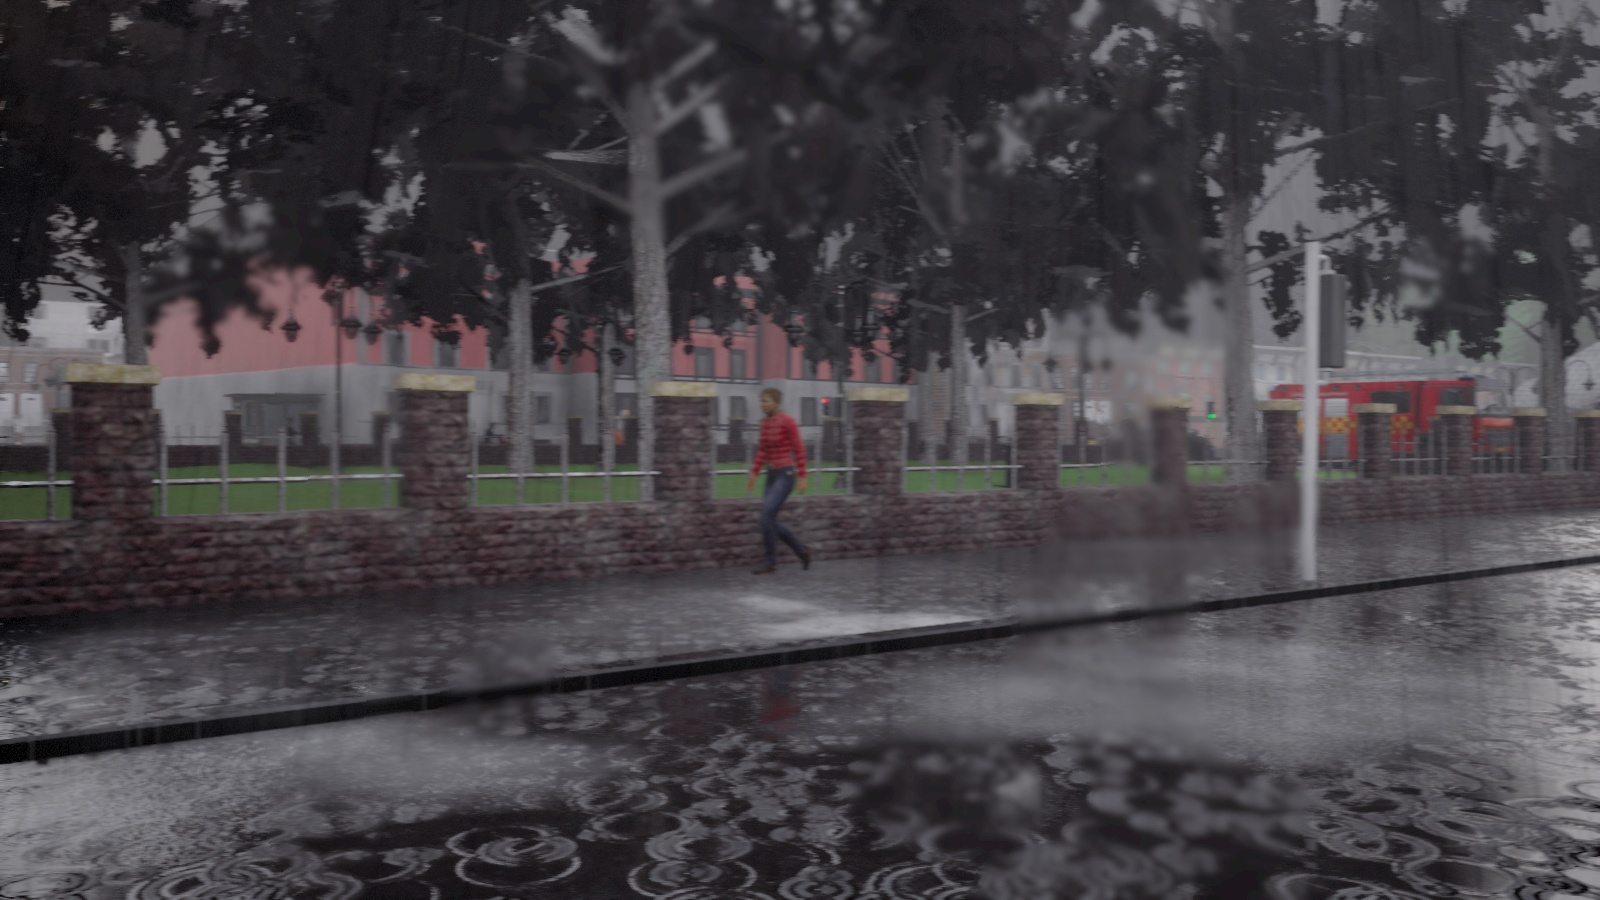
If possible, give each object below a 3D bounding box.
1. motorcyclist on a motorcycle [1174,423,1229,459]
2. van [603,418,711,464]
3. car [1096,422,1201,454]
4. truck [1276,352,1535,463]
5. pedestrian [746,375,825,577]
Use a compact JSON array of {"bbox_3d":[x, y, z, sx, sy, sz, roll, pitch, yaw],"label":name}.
[{"bbox_3d":[17.601,-0.404,55.076,0.866,1.530,2.191,-1,1,-37],"label":"motorcyclist on a motorcycle"},{"bbox_3d":[-6.386,-0.433,56.192,4.442,1.987,1.775,-1,1,-35],"label":"van"},{"bbox_3d":[17.322,-0.592,62.685,1.882,1.535,5.008,-1,1,-35],"label":"car"},{"bbox_3d":[22.735,-1.533,47.702,2.891,3.827,8.468,-1,1,-36],"label":"truck"},{"bbox_3d":[-0.134,0.233,11.768,0.636,1.846,0.331,-1,1,-35],"label":"pedestrian"}]
